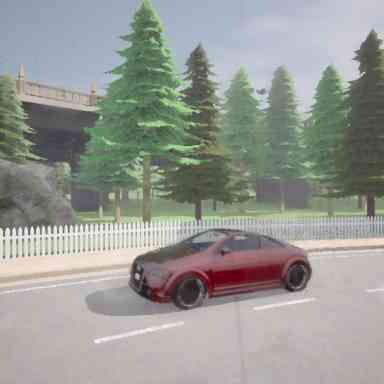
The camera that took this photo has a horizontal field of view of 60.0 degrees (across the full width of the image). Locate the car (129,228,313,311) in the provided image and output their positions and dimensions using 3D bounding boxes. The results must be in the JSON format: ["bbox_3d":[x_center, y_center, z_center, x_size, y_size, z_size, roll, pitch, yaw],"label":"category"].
[{"bbox_3d":[0.693,1.564,7.697,4.181,1.385,1.994,0,0,-24],"label":"car"}]
